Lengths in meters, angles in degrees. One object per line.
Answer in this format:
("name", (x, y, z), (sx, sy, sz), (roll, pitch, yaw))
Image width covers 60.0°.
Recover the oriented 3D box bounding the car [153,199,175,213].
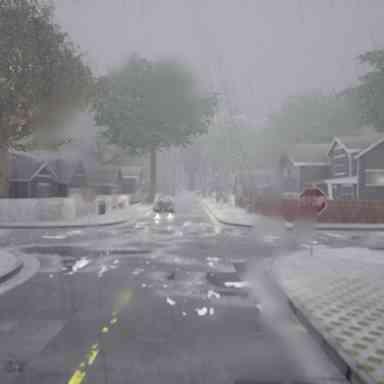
("car", (-2.698, 1.405, 33.228), (1.994, 1.385, 4.181), (0, 1, 0))
